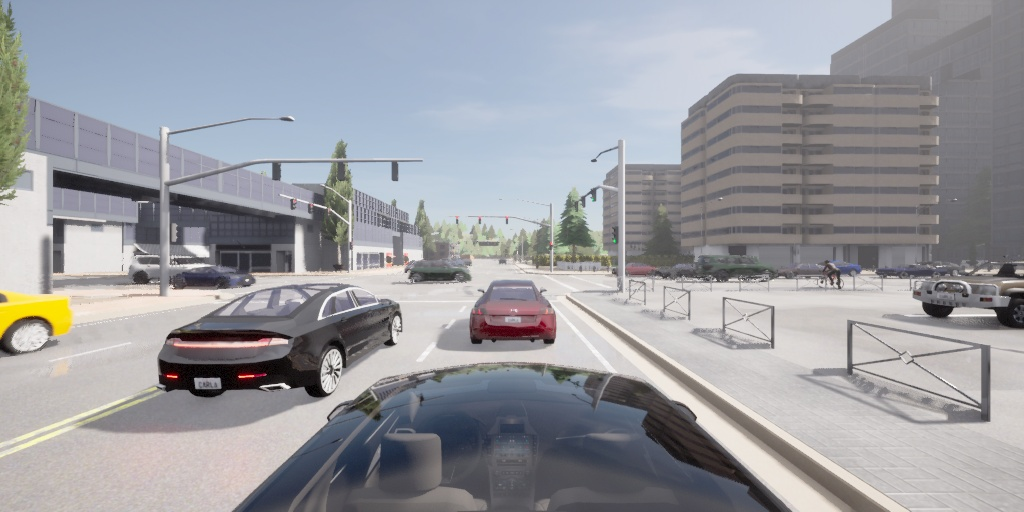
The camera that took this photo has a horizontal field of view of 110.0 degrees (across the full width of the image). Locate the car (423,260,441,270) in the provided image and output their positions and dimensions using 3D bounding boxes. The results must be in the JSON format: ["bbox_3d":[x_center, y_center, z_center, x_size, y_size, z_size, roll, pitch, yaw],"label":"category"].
[{"bbox_3d":[-11.997,1.351,54.020,1.895,1.301,4.718,0,0,-1],"label":"car"}]

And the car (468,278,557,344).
[{"bbox_3d":[0.012,1.314,9.576,1.994,1.385,4.181,0,0,0],"label":"car"}]

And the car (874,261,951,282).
[{"bbox_3d":[35.171,1.351,31.708,4.718,1.301,1.895,0,0,-2],"label":"car"}]

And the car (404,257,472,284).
[{"bbox_3d":[-5.258,1.102,26.496,4.553,1.767,2.097,0,0,-4],"label":"car"}]

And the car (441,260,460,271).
[{"bbox_3d":[-8.359,1.314,48.890,1.994,1.385,4.181,0,0,-2],"label":"car"}]

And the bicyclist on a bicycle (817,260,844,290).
[{"bbox_3d":[17.929,1.052,20.221,0.582,1.620,1.656,0,0,-2],"label":"bicyclist on a bicycle"}]

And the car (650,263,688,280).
[{"bbox_3d":[15.238,1.297,31.129,5.357,1.411,2.033,0,0,-2],"label":"car"}]

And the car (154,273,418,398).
[{"bbox_3d":[-3.473,1.242,6.518,2.128,1.511,4.902,0,0,0],"label":"car"}]

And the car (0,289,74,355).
[{"bbox_3d":[-10.692,1.227,5.835,1.882,1.535,5.008,0,0,-1],"label":"car"}]

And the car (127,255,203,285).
[{"bbox_3d":[-23.884,0.971,25.596,5.566,2.045,2.150,0,0,-1],"label":"car"}]

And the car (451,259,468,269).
[{"bbox_3d":[-8.622,1.297,59.187,2.033,1.411,5.357,0,0,-1],"label":"car"}]

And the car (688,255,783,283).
[{"bbox_3d":[17.024,0.971,27.479,5.566,2.045,2.150,0,0,-2],"label":"car"}]

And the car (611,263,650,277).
[{"bbox_3d":[11.749,1.314,34.527,4.181,1.385,1.994,0,0,-2],"label":"car"}]

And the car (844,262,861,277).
[{"bbox_3d":[31.118,1.228,35.097,5.008,1.535,1.882,0,0,-2],"label":"car"}]

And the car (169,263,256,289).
[{"bbox_3d":[-18.326,1.314,22.149,4.181,1.385,1.994,0,0,1],"label":"car"}]

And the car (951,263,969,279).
[{"bbox_3d":[41.233,1.255,35.359,4.892,1.490,1.837,0,0,-1],"label":"car"}]

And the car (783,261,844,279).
[{"bbox_3d":[25.308,1.297,31.428,5.357,1.411,2.033,0,0,-2],"label":"car"}]
